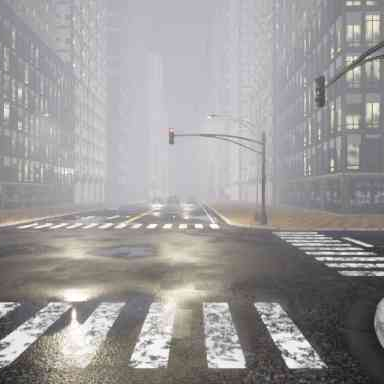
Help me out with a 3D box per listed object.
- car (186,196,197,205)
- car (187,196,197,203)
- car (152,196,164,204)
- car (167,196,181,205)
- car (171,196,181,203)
[{"bbox_3d":[-0.046,1.703,60.537,1.895,1.301,4.718,0,0,0],"label":"car"},{"bbox_3d":[-0.054,1.541,70.510,1.994,1.385,4.181,0,0,0],"label":"car"},{"bbox_3d":[-6.550,1.608,64.255,2.128,1.511,4.902,0,0,0],"label":"car"},{"bbox_3d":[-3.296,1.453,60.060,2.097,1.767,4.553,0,0,0],"label":"car"},{"bbox_3d":[-3.304,1.566,70.121,1.895,1.301,4.718,0,0,0],"label":"car"}]
